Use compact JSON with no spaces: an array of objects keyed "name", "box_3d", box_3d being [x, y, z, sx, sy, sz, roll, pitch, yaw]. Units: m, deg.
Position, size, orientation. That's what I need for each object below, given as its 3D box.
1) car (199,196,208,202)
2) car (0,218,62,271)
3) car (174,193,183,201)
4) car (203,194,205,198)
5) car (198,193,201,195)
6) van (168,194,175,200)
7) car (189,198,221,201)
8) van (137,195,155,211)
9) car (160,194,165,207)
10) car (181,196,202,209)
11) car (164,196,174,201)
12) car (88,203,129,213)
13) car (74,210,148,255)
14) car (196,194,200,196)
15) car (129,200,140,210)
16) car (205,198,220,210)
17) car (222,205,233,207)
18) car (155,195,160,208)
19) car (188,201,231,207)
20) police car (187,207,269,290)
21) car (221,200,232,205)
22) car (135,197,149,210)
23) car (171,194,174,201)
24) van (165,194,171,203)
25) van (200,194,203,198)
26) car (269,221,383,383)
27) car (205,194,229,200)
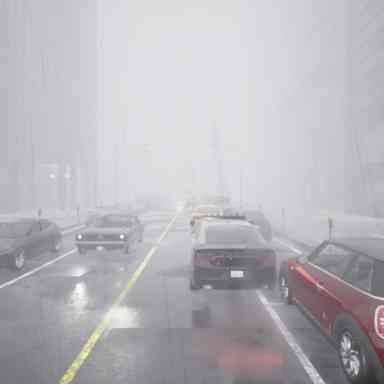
[{"name":"car","box_3d":[2.742,1.590,78.273,1.887,1.381,4.507,0,0,0]},{"name":"car","box_3d":[-5.766,1.567,10.948,1.947,1.339,4.313,0,0,0]},{"name":"car","box_3d":[-3.022,1.542,83.724,2.128,1.511,4.902,0,0,0]},{"name":"car","box_3d":[2.752,1.330,39.010,2.192,1.841,5.009,0,0,0]},{"name":"car","box_3d":[2.745,1.351,67.055,2.192,1.841,5.009,0,0,0]},{"name":"van","box_3d":[-5.787,1.402,95.090,1.690,1.788,3.998,0,0,0]},{"name":"car","box_3d":[0.892,1.484,25.080,1.882,1.535,5.008,0,0,0]},{"name":"van","box_3d":[-5.773,1.356,38.995,1.690,1.788,3.998,0,0,0]},{"name":"car","box_3d":[-5.776,1.337,50.214,2.192,1.841,5.009,0,0,0]},{"name":"car","box_3d":[0.000,1.566,44.554,2.033,1.411,5.357,0,0,1]},{"name":"car","box_3d":[-5.784,1.601,83.871,2.008,1.369,4.403,0,0,0]},{"name":"car","box_3d":[-5.769,1.555,22.167,2.008,1.369,4.403,0,0,0]},{"name":"car","box_3d":[-3.105,1.602,13.465,1.895,1.301,4.718,0,0,0]},{"name":"car","box_3d":[-0.016,1.596,63.265,1.994,1.385,4.181,0,0,0]},{"name":"car","box_3d":[-5.771,1.590,27.776,1.802,1.307,4.206,0,0,0]},{"name":"car","box_3d":[2.750,1.544,44.789,1.752,1.417,4.829,0,0,0]},{"name":"car","box_3d":[2.757,1.568,16.573,1.947,1.339,4.313,0,0,0]},{"name":"car","box_3d":[-5.775,1.459,44.605,1.967,1.590,4.097,0,0,0]},{"name":"car","box_3d":[0.846,1.483,19.072,1.882,1.535,5.008,0,0,-1]},{"name":"police car","box_3d":[0.896,1.426,9.189,1.930,1.638,5.238,0,0,0]},{"name":"car","box_3d":[2.754,1.590,27.791,1.802,1.307,4.206,0,0,0]},{"name":"car","box_3d":[-5.772,1.536,33.216,1.752,1.417,4.829,0,0,0]},{"name":"car","box_3d":[-5.781,1.355,72.652,2.192,1.841,5.009,0,0,0]},{"name":"van","box_3d":[-5.780,1.377,67.043,1.690,1.788,3.998,0,0,0]},{"name":"van","box_3d":[2.748,1.368,55.837,1.690,1.788,3.998,0,0,0]},{"name":"car","box_3d":[2.760,1.440,5.355,1.967,1.590,4.097,0,0,0]},{"name":"car","box_3d":[2.753,1.326,33.400,2.192,1.841,5.009,0,0,0]}]
